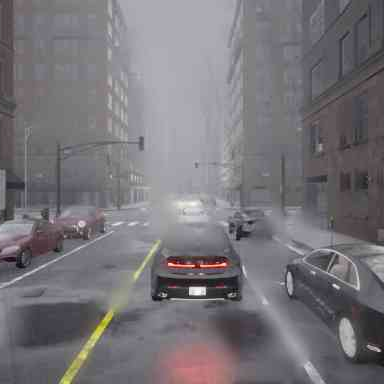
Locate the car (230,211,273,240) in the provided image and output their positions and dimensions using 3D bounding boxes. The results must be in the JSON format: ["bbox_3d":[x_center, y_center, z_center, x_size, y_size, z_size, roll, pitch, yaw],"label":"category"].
[{"bbox_3d":[2.856,1.566,16.636,1.947,1.339,4.313,0,0,0],"label":"car"}]

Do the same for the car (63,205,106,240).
[{"bbox_3d":[-5.669,1.440,16.637,1.967,1.590,4.097,0,0,0],"label":"car"}]

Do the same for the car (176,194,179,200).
[{"bbox_3d":[-5.563,1.456,91.600,2.192,1.841,5.009,0,0,0],"label":"car"}]

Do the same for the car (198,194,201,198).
[{"bbox_3d":[2.932,1.523,75.362,1.967,1.590,4.097,0,0,0],"label":"car"}]

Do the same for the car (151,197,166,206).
[{"bbox_3d":[-5.632,1.617,53.740,1.802,1.307,4.206,0,0,0],"label":"car"}]

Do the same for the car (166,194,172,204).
[{"bbox_3d":[-5.612,1.606,64.557,2.008,1.369,4.403,0,0,0],"label":"car"}]

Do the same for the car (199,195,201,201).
[{"bbox_3d":[2.913,1.606,64.544,2.008,1.369,4.403,0,0,0],"label":"car"}]

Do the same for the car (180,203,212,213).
[{"bbox_3d":[0.083,1.526,17.449,1.812,1.442,4.674,0,0,-1],"label":"car"}]

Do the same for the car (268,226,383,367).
[{"bbox_3d":[2.856,1.550,5.634,2.008,1.369,4.403,0,0,0],"label":"car"}]

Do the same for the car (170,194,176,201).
[{"bbox_3d":[-5.582,1.625,80.613,1.752,1.417,4.829,0,0,0],"label":"car"}]

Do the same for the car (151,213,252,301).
[{"bbox_3d":[0.098,1.505,8.301,1.837,1.490,4.892,0,0,0],"label":"car"}]

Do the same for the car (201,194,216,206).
[{"bbox_3d":[2.892,1.475,53.727,1.967,1.590,4.097,0,0,0],"label":"car"}]

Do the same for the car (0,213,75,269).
[{"bbox_3d":[-5.670,1.582,11.136,1.802,1.307,4.206,0,0,0],"label":"car"}]
